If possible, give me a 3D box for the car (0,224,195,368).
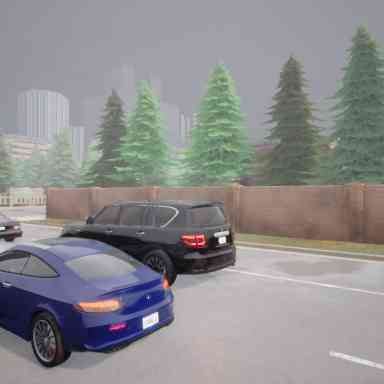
[{"bbox_3d":[-2.415,1.526,5.731,4.674,1.442,1.812,0,0,36],"label":"car"}]

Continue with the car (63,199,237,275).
[{"bbox_3d":[-1.463,1.221,9.348,5.566,2.045,2.150,0,0,36],"label":"car"}]

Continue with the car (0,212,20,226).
[{"bbox_3d":[-9.760,1.547,15.263,5.357,1.411,2.033,0,0,39],"label":"car"}]
